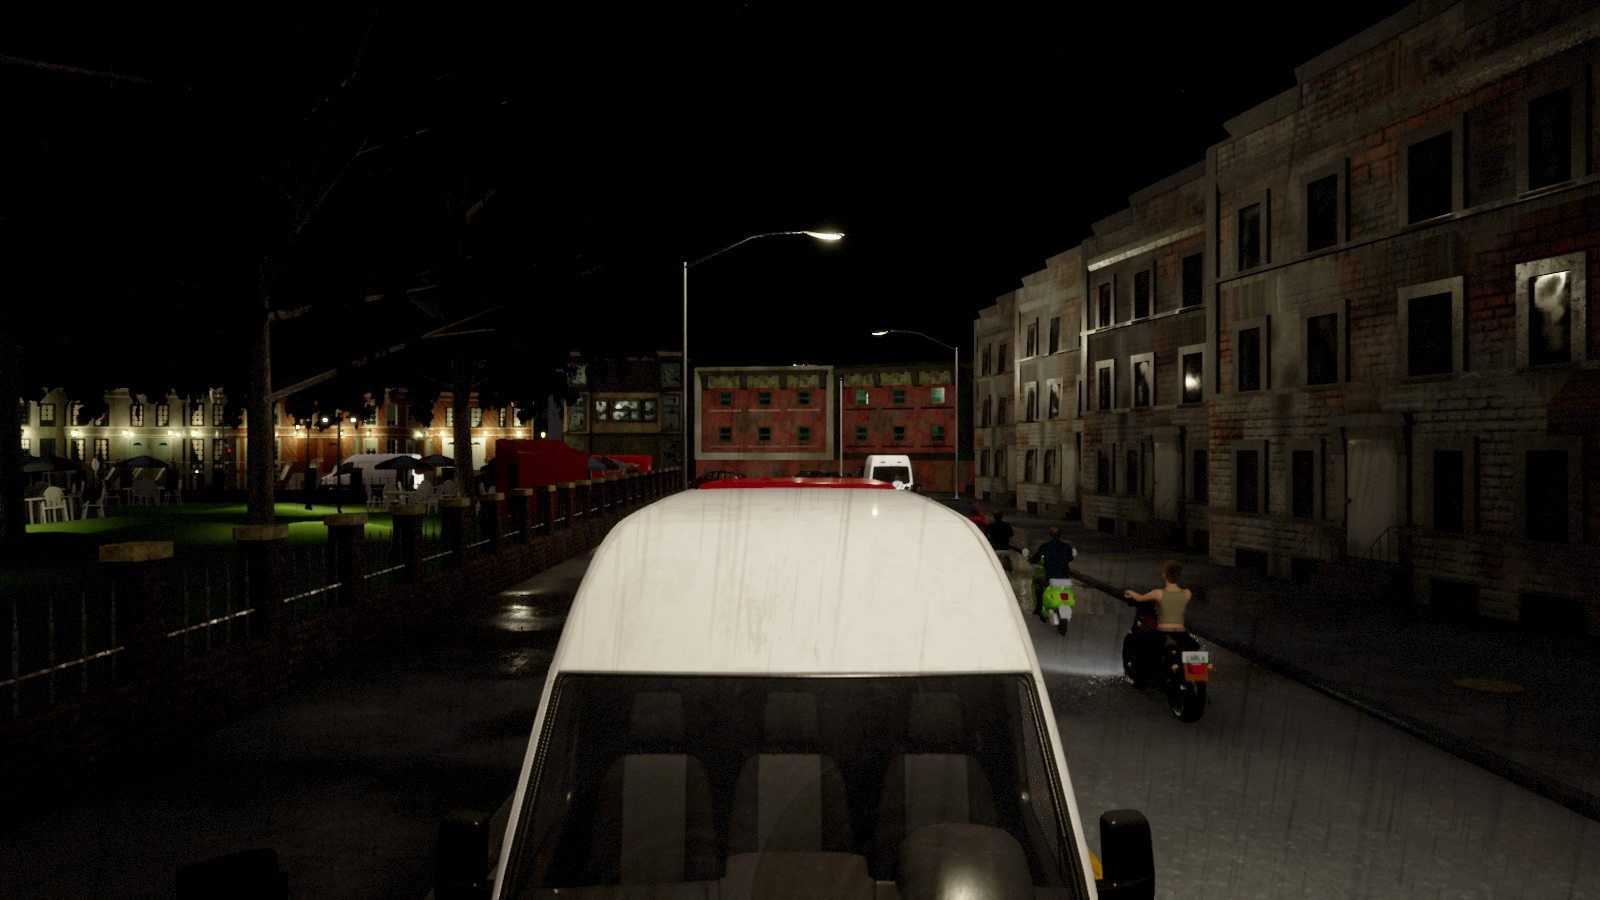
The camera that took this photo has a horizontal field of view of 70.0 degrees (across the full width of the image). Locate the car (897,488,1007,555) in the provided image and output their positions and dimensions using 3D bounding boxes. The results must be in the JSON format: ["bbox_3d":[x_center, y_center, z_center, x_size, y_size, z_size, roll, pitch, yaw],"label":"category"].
[{"bbox_3d":[3.907,1.828,30.258,2.231,1.480,4.892,0,0,0],"label":"car"}]

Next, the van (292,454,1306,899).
[{"bbox_3d":[-0.006,1.312,5.198,1.988,2.561,5.915,0,0,0],"label":"van"}]
